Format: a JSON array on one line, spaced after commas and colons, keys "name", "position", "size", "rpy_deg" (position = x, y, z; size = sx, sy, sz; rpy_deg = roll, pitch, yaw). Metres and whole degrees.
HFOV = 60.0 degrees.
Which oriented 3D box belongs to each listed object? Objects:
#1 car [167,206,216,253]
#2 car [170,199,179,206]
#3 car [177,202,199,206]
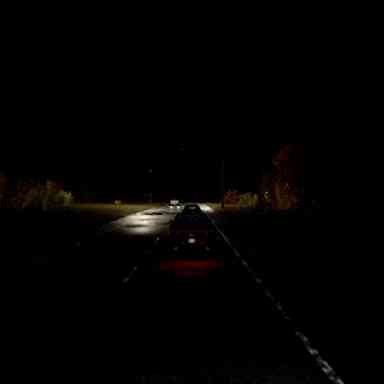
[{"name": "car", "position": [-0.001, 1.616, 14.478], "size": [1.882, 1.535, 5.008], "rpy_deg": [0, 0, 0]}, {"name": "car", "position": [-3.594, 2.229, 70.997], "size": [1.812, 1.442, 4.674], "rpy_deg": [0, -1, 0]}, {"name": "car", "position": [-0.011, 1.826, 28.986], "size": [2.033, 1.411, 5.357], "rpy_deg": [0, -1, 0]}]
